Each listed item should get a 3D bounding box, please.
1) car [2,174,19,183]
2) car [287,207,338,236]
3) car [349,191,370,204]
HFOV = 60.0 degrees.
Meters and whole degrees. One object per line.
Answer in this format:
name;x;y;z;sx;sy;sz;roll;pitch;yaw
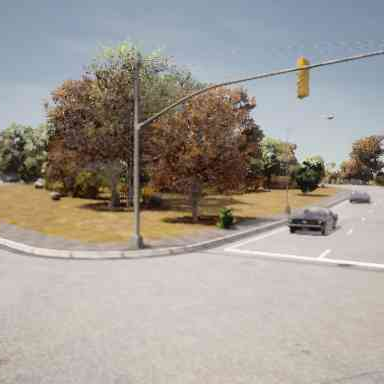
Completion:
car;-44.776;-3.014;82.456;2.033;1.411;5.357;0;3;-4
car;6.851;1.551;18.659;1.895;1.301;4.718;0;1;32
car;19.907;0.641;39.425;1.994;1.385;4.181;0;3;32
